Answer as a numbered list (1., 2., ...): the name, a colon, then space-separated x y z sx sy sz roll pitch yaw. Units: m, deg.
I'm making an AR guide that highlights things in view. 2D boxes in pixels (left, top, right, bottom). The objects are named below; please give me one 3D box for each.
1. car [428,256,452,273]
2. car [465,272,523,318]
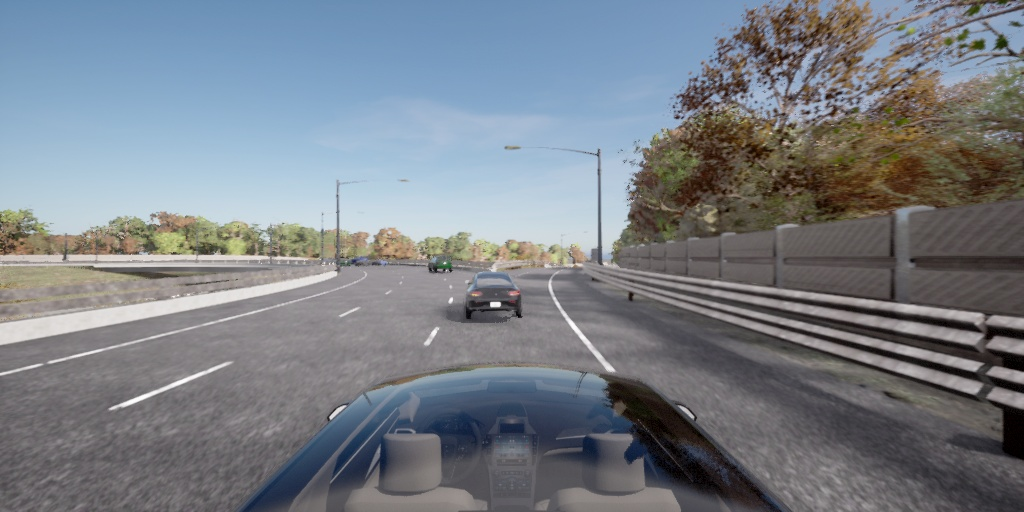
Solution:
1. car: -9.220 1.012 45.876 2.150 2.045 5.566 0 0 -24
2. car: -0.713 1.286 12.898 1.812 1.442 4.674 0 0 -6
